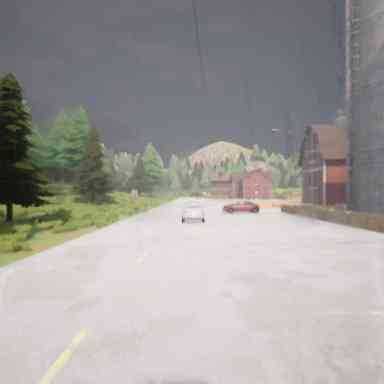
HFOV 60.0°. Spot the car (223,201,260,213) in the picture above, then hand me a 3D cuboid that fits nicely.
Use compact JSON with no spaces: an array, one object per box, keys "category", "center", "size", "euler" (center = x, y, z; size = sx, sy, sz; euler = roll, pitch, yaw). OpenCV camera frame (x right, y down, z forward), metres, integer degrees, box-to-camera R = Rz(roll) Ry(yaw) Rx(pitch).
[{"category":"car","center":[5.555,1.699,37.712],"size":[4.181,1.381,1.994],"euler":[0,0,-1]}]

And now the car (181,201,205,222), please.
[{"category":"car","center":[0.105,1.633,27.020],"size":[1.812,1.442,4.674],"euler":[0,-1,0]}]
